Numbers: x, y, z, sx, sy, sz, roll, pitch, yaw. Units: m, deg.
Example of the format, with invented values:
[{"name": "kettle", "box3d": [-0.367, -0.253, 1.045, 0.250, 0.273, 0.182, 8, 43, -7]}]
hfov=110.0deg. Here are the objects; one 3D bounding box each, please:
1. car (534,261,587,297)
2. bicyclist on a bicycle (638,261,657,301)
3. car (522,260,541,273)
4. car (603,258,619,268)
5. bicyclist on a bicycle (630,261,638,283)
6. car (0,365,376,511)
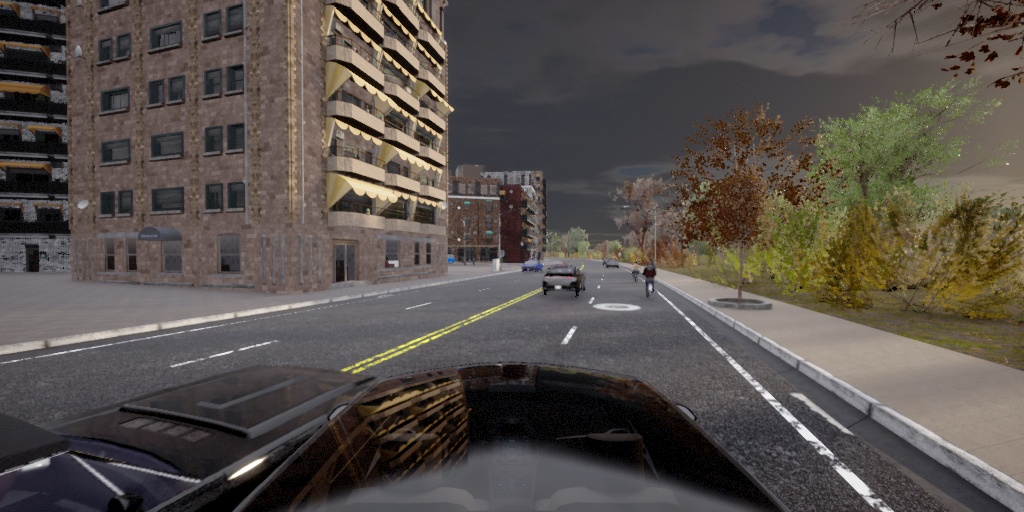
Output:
[{"name": "car", "box3d": [2.860, 1.237, 19.141, 2.128, 1.511, 4.902, 0, 0, 16]}, {"name": "bicyclist on a bicycle", "box3d": [6.263, 1.115, 16.350, 0.659, 1.776, 1.843, 0, 0, 16]}, {"name": "car", "box3d": [2.479, 1.218, 43.083, 1.882, 1.535, 5.008, 0, 0, 15]}, {"name": "car", "box3d": [16.835, 1.282, 60.388, 1.994, 1.385, 4.181, 0, 0, 13]}, {"name": "bicyclist on a bicycle", "box3d": [9.099, 1.178, 26.369, 0.866, 1.612, 1.509, 0, 0, 16]}, {"name": "car", "box3d": [-2.508, 1.351, 1.549, 1.895, 1.301, 4.718, 0, 0, 18]}]
